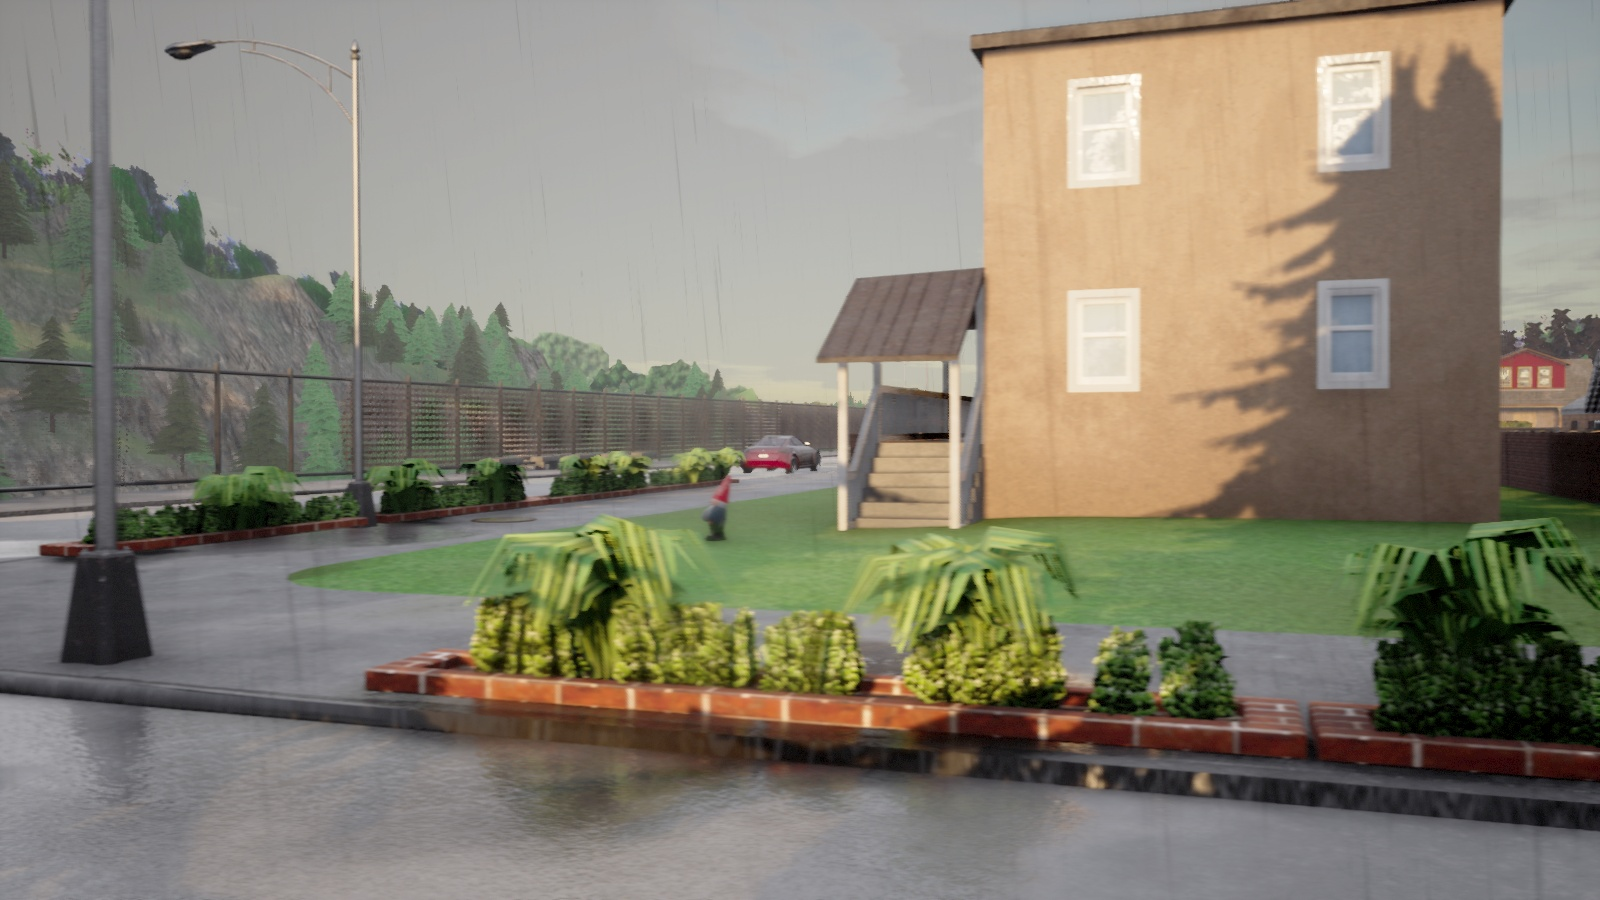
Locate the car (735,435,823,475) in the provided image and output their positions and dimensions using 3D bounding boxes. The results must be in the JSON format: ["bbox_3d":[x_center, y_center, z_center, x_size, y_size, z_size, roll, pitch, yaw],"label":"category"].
[{"bbox_3d":[-0.708,0.138,46.802,1.994,1.385,4.181,1,1,19],"label":"car"}]
